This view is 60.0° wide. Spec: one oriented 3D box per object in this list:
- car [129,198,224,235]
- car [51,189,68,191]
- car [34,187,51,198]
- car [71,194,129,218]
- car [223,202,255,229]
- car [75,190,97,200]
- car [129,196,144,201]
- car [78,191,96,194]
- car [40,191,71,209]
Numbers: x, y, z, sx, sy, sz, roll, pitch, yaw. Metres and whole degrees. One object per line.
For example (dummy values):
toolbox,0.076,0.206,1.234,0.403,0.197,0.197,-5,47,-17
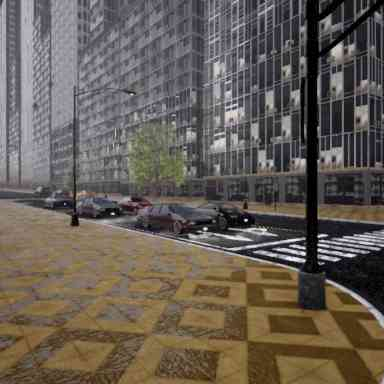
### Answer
car,-1.007,1.291,17.662,2.033,1.411,5.357,0,1,-38
car,-25.394,0.271,65.011,1.837,1.490,4.892,0,1,-38
car,-28.520,-0.026,63.734,2.150,2.045,5.566,0,1,-38
car,-7.226,1.107,25.588,2.033,1.411,5.357,0,1,-38
car,1.683,1.308,19.498,1.994,1.385,4.181,0,1,-38
car,-17.505,0.484,54.902,1.882,1.535,5.008,0,1,-38
car,-4.648,1.082,27.567,1.812,1.442,4.674,0,1,-38
car,-11.065,0.913,35.777,2.033,1.411,5.357,0,1,-38
car,-13.437,0.939,33.535,1.994,1.385,4.181,0,1,-38
